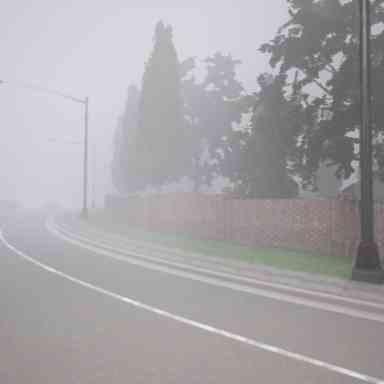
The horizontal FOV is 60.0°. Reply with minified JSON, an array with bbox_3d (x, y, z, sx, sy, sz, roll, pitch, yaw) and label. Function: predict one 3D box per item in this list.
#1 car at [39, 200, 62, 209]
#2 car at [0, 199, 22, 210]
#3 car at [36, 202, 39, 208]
[{"bbox_3d":[-23.178,2.086,55.282,1.994,1.385,4.181,0,-2,-4],"label":"car"},{"bbox_3d":[-25.853,1.760,47.280,2.128,1.511,4.902,1,-1,-8],"label":"car"},{"bbox_3d":[-27.005,2.290,61.370,1.812,1.442,4.674,0,-3,-1],"label":"car"}]
